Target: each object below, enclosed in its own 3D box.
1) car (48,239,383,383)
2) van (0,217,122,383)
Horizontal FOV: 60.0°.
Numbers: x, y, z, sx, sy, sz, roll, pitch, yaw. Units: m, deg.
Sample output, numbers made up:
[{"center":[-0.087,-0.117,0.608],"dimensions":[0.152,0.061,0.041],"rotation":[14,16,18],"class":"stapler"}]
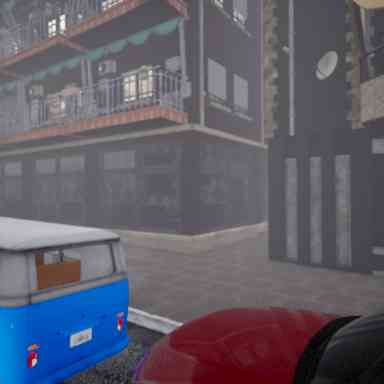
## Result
[{"center":[1.847,1.328,1.398],"dimensions":[5.009,1.841,2.192],"rotation":[1,-1,35],"class":"car"},{"center":[-2.676,1.272,4.583],"dimensions":[3.998,1.788,1.690],"rotation":[1,-1,35],"class":"van"}]
